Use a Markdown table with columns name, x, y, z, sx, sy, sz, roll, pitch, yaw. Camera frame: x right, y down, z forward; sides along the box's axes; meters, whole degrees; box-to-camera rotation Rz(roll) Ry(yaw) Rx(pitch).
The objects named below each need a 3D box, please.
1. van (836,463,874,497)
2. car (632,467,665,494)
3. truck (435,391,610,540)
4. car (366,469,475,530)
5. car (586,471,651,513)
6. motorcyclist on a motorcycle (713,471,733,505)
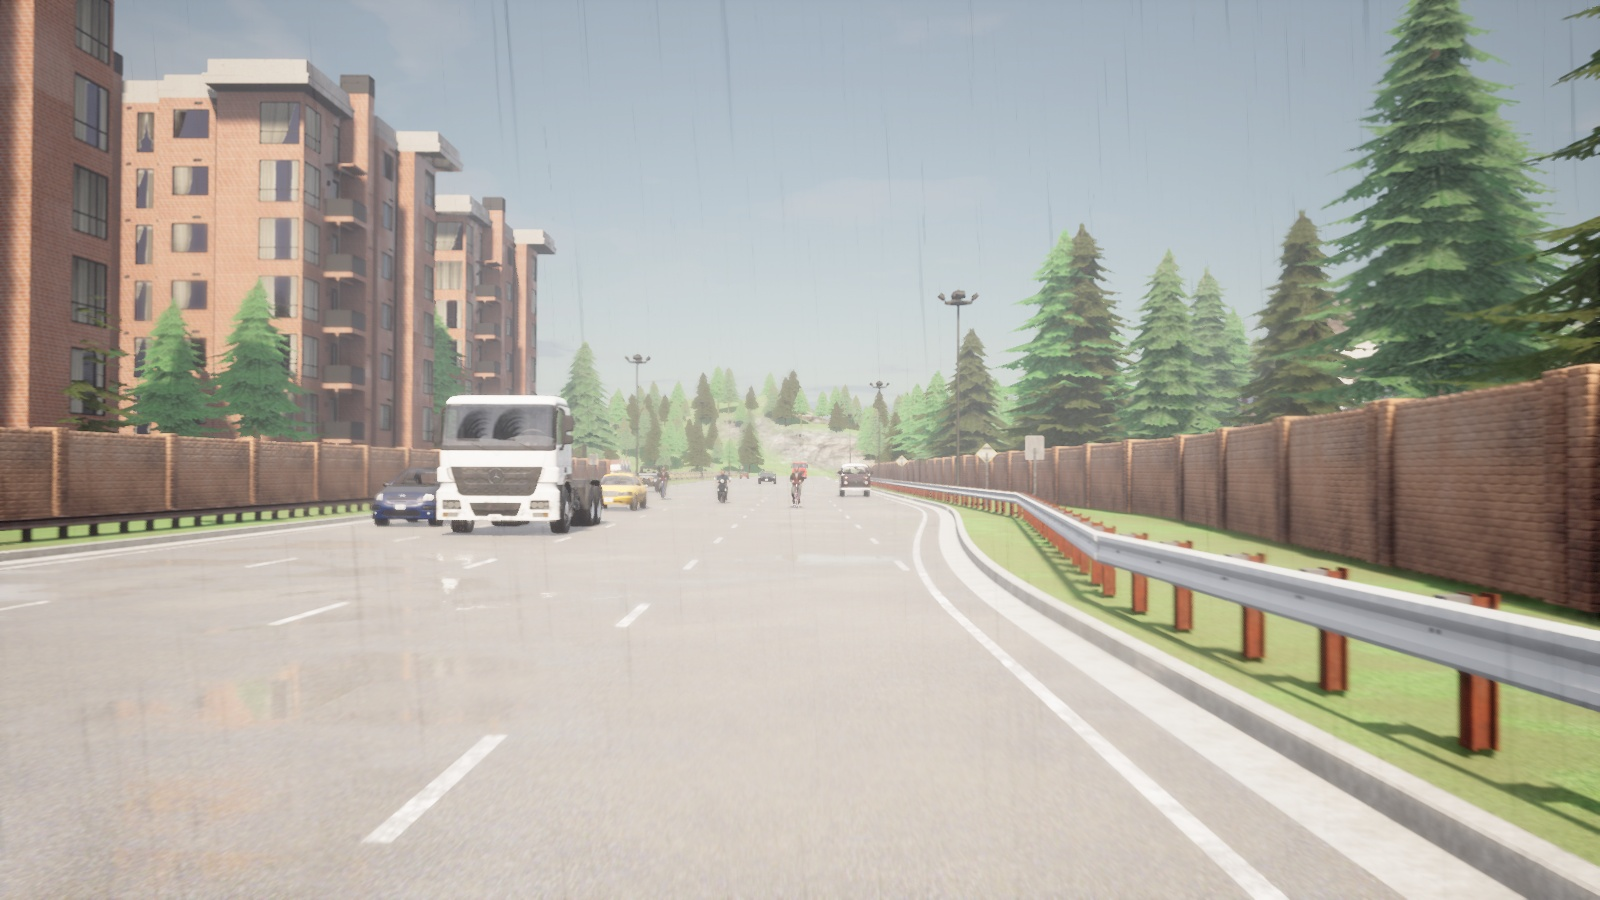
| name | x | y | z | sx | sy | sz | roll | pitch | yaw |
| --- | --- | --- | --- | --- | --- | --- | --- | --- | --- |
| van | 3.313 | 1.802 | 76.398 | 2.069 | 2.038 | 4.480 | 0 | -1 | 0 |
| car | -10.717 | 2.141 | 88.977 | 1.905 | 1.878 | 3.866 | 0 | -1 | 0 |
| truck | -7.085 | 0.417 | 33.258 | 2.891 | 3.462 | 7.936 | 0 | -1 | 0 |
| car | -10.586 | 1.345 | 35.299 | 1.851 | 1.617 | 3.988 | 0 | -1 | 0 |
| car | -7.121 | 1.614 | 49.729 | 1.801 | 1.575 | 5.366 | 0 | -1 | 0 |
| motorcyclist on a motorcycle | -3.645 | 1.778 | 59.536 | 0.866 | 1.590 | 1.817 | 0 | -1 | 0 |
